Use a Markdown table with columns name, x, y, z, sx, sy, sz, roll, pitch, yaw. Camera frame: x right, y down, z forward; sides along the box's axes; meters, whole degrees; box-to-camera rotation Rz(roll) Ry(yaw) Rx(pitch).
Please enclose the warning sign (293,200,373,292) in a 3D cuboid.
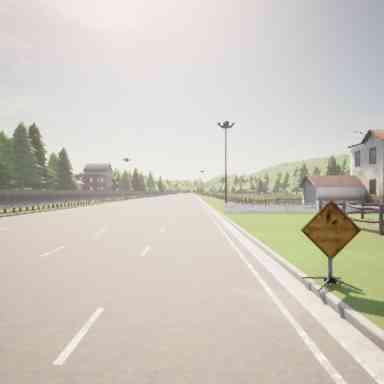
| name | x | y | z | sx | sy | sz | roll | pitch | yaw |
| --- | --- | --- | --- | --- | --- | --- | --- | --- | --- |
| warning sign | 3.050 | 1.112 | 7.334 | 1.300 | 1.860 | 1.060 | 0 | 0 | 0 |
